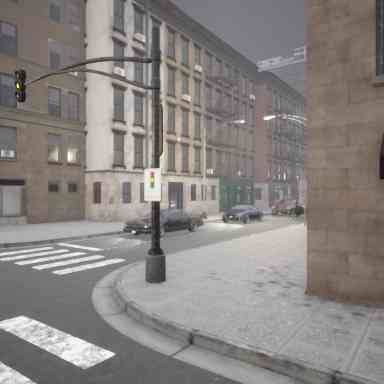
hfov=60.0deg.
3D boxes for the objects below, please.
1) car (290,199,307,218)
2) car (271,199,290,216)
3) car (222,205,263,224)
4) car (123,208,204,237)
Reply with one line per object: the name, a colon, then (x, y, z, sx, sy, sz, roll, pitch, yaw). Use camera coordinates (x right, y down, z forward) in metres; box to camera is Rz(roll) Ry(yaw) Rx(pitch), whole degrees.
car: (11.693, 1.400, 32.123, 2.150, 2.045, 5.566, 0, 0, 35)
car: (9.985, 1.538, 34.785, 2.097, 1.767, 4.553, 0, 0, 35)
car: (4.069, 1.696, 26.499, 1.994, 1.385, 4.181, 0, 0, 36)
car: (-1.383, 1.630, 18.857, 2.033, 1.411, 5.357, 0, 0, 35)
